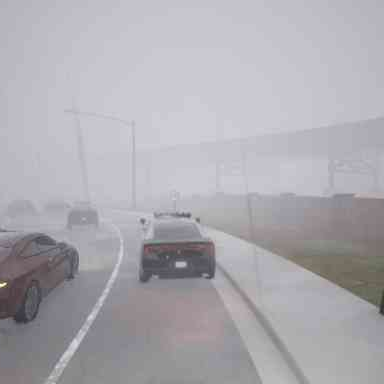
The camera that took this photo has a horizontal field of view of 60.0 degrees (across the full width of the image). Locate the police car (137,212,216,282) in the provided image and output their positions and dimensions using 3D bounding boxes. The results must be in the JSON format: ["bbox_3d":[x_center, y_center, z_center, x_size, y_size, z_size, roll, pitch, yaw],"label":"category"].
[{"bbox_3d":[-0.601,1.435,10.061,1.930,1.638,5.238,0,0,-8],"label":"police car"}]

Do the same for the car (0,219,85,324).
[{"bbox_3d":[-3.789,1.550,6.995,1.812,1.442,4.674,0,0,-5],"label":"car"}]

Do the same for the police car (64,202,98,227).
[{"bbox_3d":[-7.673,1.502,23.168,1.930,1.638,5.238,0,0,-20],"label":"police car"}]

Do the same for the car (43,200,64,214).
[{"bbox_3d":[-15.569,1.658,37.757,2.128,1.511,4.902,-1,0,-36],"label":"car"}]

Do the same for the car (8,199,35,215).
[{"bbox_3d":[-18.175,1.560,35.378,2.097,1.767,4.553,-1,0,-35],"label":"car"}]

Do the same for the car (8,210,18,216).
[{"bbox_3d":[-7.864,1.584,11.383,1.812,1.442,4.674,0,0,-10],"label":"car"}]
